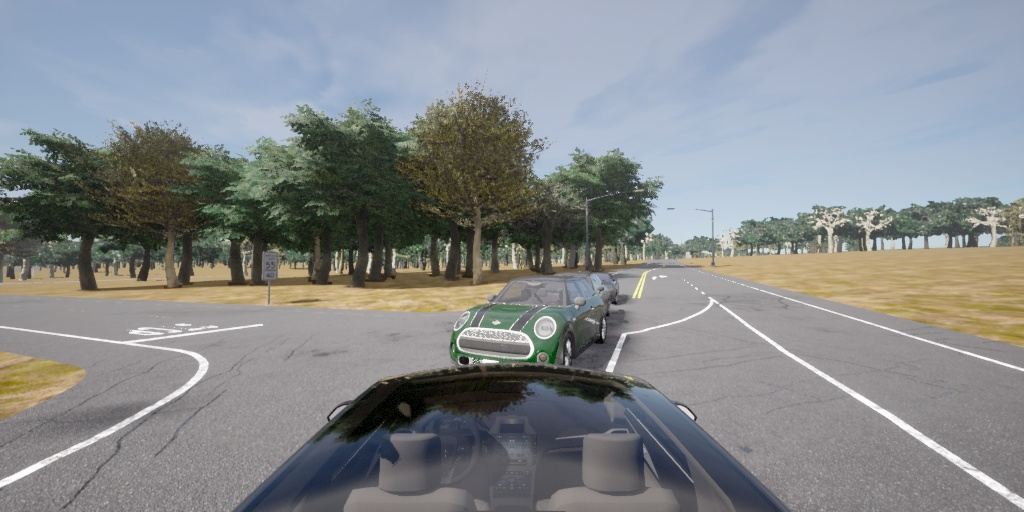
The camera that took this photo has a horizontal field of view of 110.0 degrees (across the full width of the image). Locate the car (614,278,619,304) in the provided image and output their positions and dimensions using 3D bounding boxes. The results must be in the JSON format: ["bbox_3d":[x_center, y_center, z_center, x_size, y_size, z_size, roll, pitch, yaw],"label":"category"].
[{"bbox_3d":[4.236,1.508,17.800,1.994,1.385,4.181,-1,0,19],"label":"car"}]

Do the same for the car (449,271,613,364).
[{"bbox_3d":[0.627,1.217,7.763,2.097,1.767,4.553,-1,-2,26],"label":"car"}]
